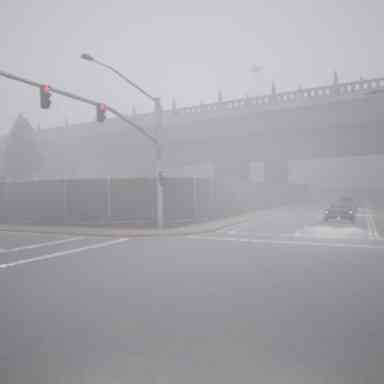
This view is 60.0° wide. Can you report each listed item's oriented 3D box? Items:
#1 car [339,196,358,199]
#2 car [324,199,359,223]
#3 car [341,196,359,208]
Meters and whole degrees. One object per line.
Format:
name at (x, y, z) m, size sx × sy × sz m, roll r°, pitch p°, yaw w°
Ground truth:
car at (15.063, 1.182, 32.405) m, size 1.837 × 1.490 × 4.892 m, roll -1°, pitch 0°, yaw 27°
car at (10.547, 1.381, 23.630) m, size 1.895 × 1.301 × 4.718 m, roll -1°, pitch 0°, yaw 27°
car at (19.662, 1.172, 41.331) m, size 1.895 × 1.301 × 4.718 m, roll -1°, pitch 0°, yaw 27°
